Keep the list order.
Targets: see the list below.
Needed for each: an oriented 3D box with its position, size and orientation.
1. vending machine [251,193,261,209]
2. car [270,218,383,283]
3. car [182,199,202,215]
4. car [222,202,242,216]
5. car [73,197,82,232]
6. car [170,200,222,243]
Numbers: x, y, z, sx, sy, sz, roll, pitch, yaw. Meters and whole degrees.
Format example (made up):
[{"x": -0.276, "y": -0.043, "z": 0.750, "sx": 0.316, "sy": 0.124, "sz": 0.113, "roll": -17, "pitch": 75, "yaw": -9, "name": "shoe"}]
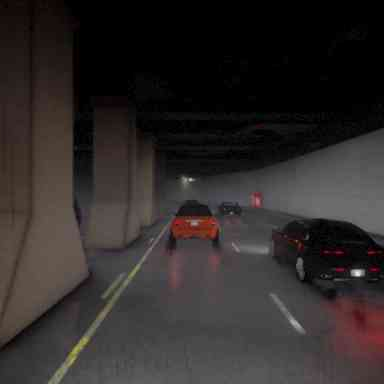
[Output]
[{"x": 8.598, "y": 1.200, "z": 44.463, "sx": 1.100, "sy": 2.100, "sz": 0.880, "roll": 0, "pitch": 0, "yaw": -7, "name": "vending machine"}, {"x": 3.602, "y": 1.506, "z": 9.651, "sx": 1.837, "sy": 1.490, "sz": 4.892, "roll": 0, "pitch": 0, "yaw": 0, "name": "car"}, {"x": -0.079, "y": 1.530, "z": 34.900, "sx": 1.812, "sy": 1.442, "sz": 4.674, "roll": 0, "pitch": 0, "yaw": -3, "name": "car"}, {"x": 3.543, "y": 1.604, "z": 32.356, "sx": 1.895, "sy": 1.301, "sz": 4.718, "roll": 0, "pitch": 0, "yaw": -1, "name": "car"}, {"x": -7.097, "y": 1.224, "z": 16.081, "sx": 2.150, "sy": 2.045, "sz": 5.566, "roll": 0, "pitch": 0, "yaw": 0, "name": "car"}, {"x": 0.102, "y": 1.354, "z": 16.167, "sx": 2.097, "sy": 1.767, "sz": 4.553, "roll": 0, "pitch": 0, "yaw": 0, "name": "car"}]
